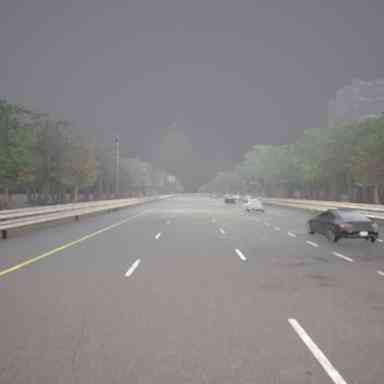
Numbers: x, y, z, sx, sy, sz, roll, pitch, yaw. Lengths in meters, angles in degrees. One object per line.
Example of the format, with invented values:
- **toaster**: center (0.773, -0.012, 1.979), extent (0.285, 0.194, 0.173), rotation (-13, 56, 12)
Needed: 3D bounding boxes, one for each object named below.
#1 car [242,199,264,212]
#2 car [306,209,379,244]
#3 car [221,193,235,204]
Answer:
- **car**: center (7.038, 1.565, 38.636), extent (1.812, 1.442, 4.674), rotation (0, 0, 0)
- **car**: center (7.001, 1.540, 15.861), extent (1.812, 1.442, 4.674), rotation (0, 0, 0)
- **car**: center (7.139, 1.542, 64.282), extent (1.882, 1.535, 5.008), rotation (0, 0, 0)
